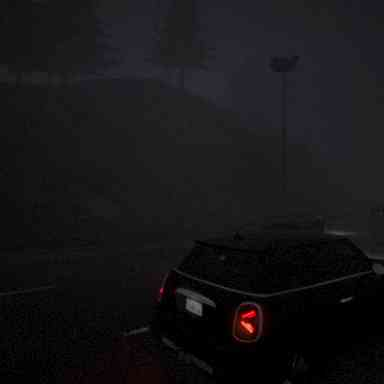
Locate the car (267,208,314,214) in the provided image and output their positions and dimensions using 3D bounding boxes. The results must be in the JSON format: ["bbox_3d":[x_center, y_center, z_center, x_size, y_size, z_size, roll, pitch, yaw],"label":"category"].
[{"bbox_3d":[5.412,1.591,17.317,4.892,1.490,1.837,0,0,-42],"label":"car"}]

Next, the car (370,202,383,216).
[{"bbox_3d":[17.359,1.655,29.637,1.882,1.535,5.008,0,0,41],"label":"car"}]

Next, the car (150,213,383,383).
[{"bbox_3d":[1.713,1.377,5.174,4.553,1.767,2.097,1,0,-37],"label":"car"}]

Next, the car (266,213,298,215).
[{"bbox_3d":[2.617,1.574,10.330,4.674,1.442,1.812,0,0,-39],"label":"car"}]
